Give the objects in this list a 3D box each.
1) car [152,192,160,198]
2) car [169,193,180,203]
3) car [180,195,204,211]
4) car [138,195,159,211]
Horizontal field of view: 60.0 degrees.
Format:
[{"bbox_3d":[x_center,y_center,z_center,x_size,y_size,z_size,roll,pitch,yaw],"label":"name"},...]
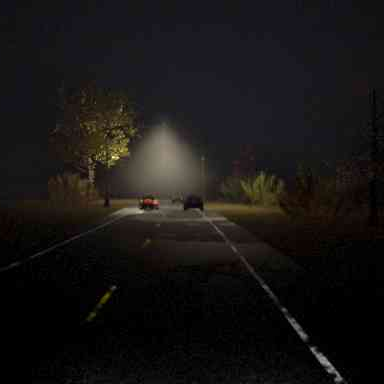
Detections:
[{"bbox_3d":[-8.391,0.735,77.524,1.895,1.301,4.718,0,1,-7],"label":"car"},{"bbox_3d":[-2.481,1.184,55.547,1.895,1.301,4.718,0,1,-5],"label":"car"},{"bbox_3d":[0.101,1.094,36.909,2.097,1.767,4.553,0,0,-3],"label":"car"},{"bbox_3d":[-4.772,1.098,37.207,2.097,1.767,4.553,0,0,-3],"label":"car"}]
